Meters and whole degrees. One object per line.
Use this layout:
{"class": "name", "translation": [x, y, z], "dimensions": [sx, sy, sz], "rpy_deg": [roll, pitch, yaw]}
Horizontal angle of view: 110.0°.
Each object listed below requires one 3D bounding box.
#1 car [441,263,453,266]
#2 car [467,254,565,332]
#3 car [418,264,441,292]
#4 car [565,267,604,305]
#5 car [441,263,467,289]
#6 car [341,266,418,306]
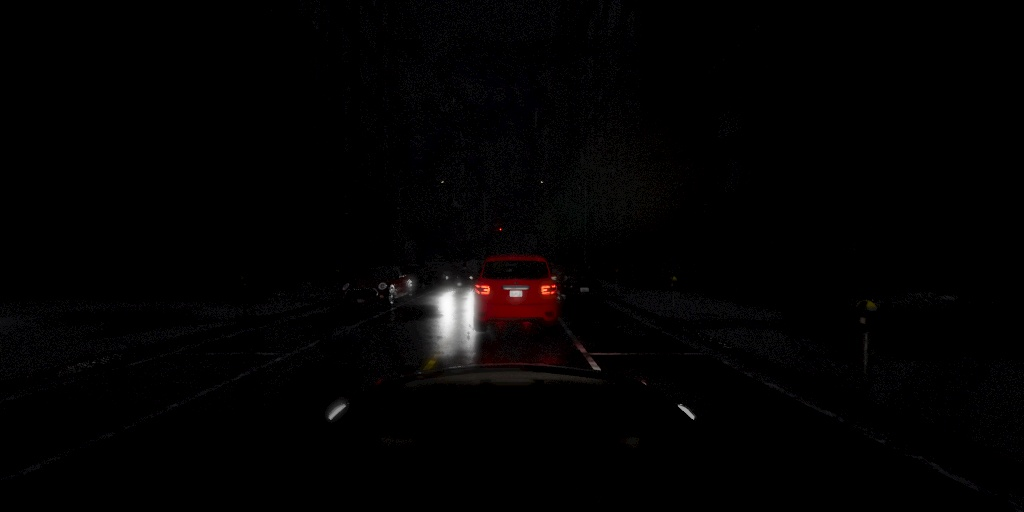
{"class": "car", "translation": [-5.761, 1.300, 26.674], "dimensions": [2.007, 1.370, 4.403], "rpy_deg": [0, 0, 0]}
{"class": "car", "translation": [0.103, 0.970, 11.023], "dimensions": [2.150, 2.045, 5.566], "rpy_deg": [0, 0, 0]}
{"class": "car", "translation": [-5.762, 1.315, 21.169], "dimensions": [1.948, 1.339, 4.313], "rpy_deg": [0, 0, 0]}
{"class": "car", "translation": [2.763, 1.314, 15.662], "dimensions": [1.948, 1.339, 4.313], "rpy_deg": [0, 0, 0]}
{"class": "car", "translation": [-3.059, 1.350, 23.066], "dimensions": [1.895, 1.301, 4.718], "rpy_deg": [0, 0, 0]}
{"class": "car", "translation": [-5.763, 1.188, 15.663], "dimensions": [1.967, 1.591, 4.097], "rpy_deg": [0, 0, 0]}
